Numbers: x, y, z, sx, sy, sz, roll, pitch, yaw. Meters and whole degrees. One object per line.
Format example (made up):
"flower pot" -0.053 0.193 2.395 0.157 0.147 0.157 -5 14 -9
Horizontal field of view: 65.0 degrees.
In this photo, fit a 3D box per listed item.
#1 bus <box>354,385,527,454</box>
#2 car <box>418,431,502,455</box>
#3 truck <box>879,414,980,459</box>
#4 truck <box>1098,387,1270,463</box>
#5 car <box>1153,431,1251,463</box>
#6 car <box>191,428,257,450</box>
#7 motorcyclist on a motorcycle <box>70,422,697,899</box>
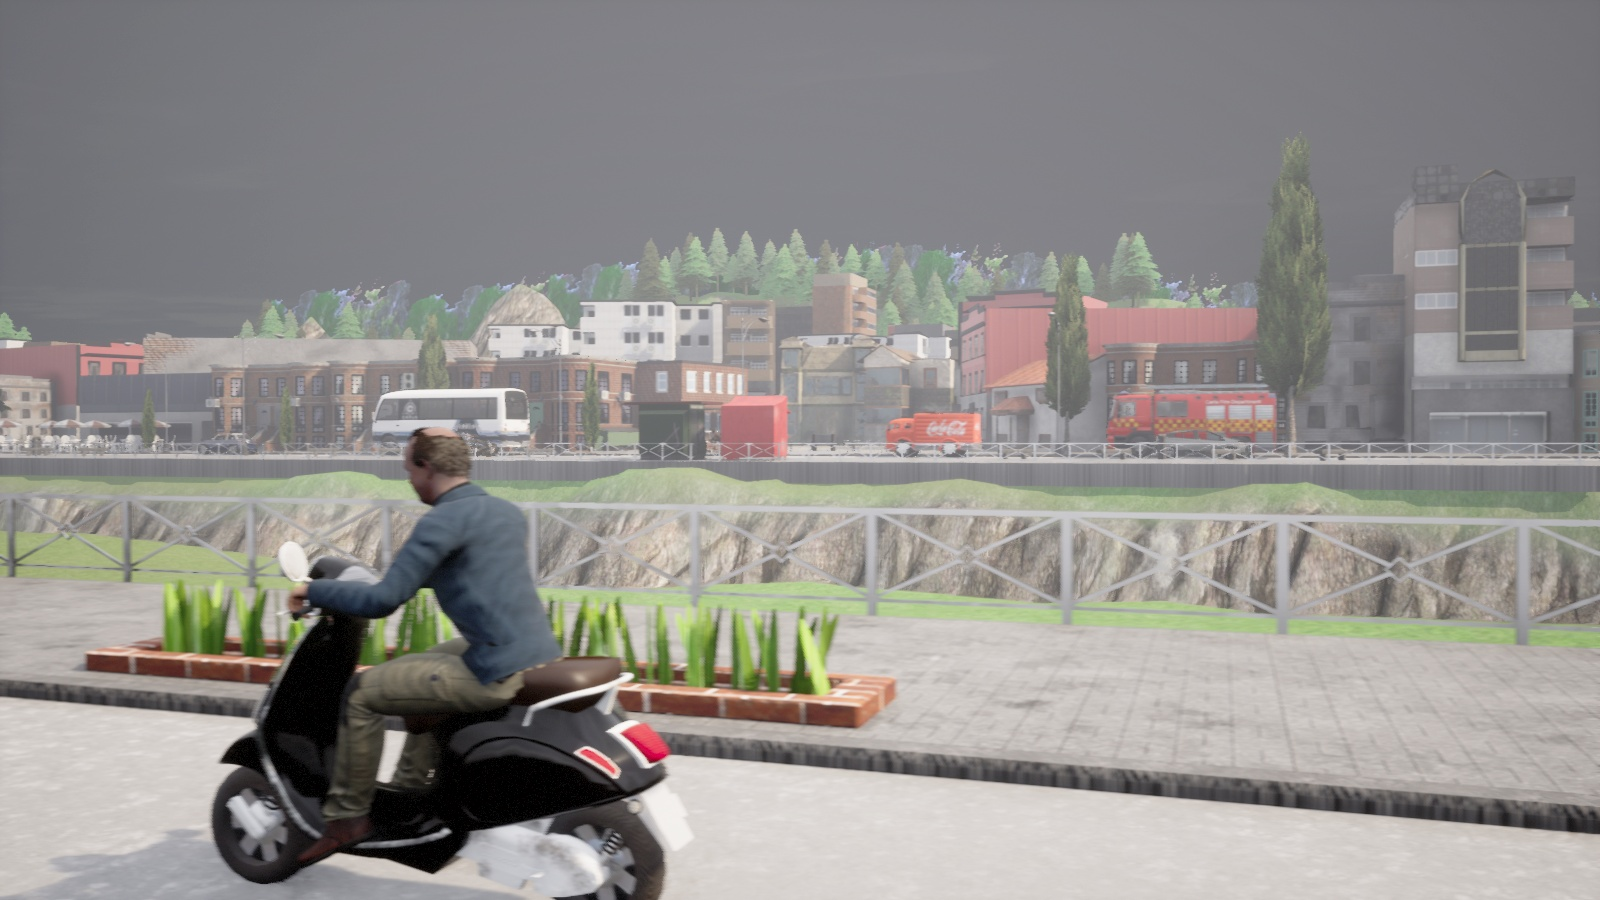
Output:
"bus" -23.094 -1.931 80.781 10.273 4.253 3.944 1 1 19
"car" -20.490 -0.437 75.708 4.674 1.442 1.812 1 1 19
"truck" 7.285 -0.763 70.584 5.204 2.467 2.627 1 1 19
"truck" 20.218 -1.323 66.226 8.468 3.827 2.891 1 1 19
"car" 19.874 -0.147 62.139 4.514 1.525 2.007 1 1 19
"car" -39.563 -0.739 86.336 3.806 1.475 1.970 1 1 19
"motorcyclist on a motorcycle" -1.355 0.708 4.176 1.817 1.590 0.866 1 1 19
